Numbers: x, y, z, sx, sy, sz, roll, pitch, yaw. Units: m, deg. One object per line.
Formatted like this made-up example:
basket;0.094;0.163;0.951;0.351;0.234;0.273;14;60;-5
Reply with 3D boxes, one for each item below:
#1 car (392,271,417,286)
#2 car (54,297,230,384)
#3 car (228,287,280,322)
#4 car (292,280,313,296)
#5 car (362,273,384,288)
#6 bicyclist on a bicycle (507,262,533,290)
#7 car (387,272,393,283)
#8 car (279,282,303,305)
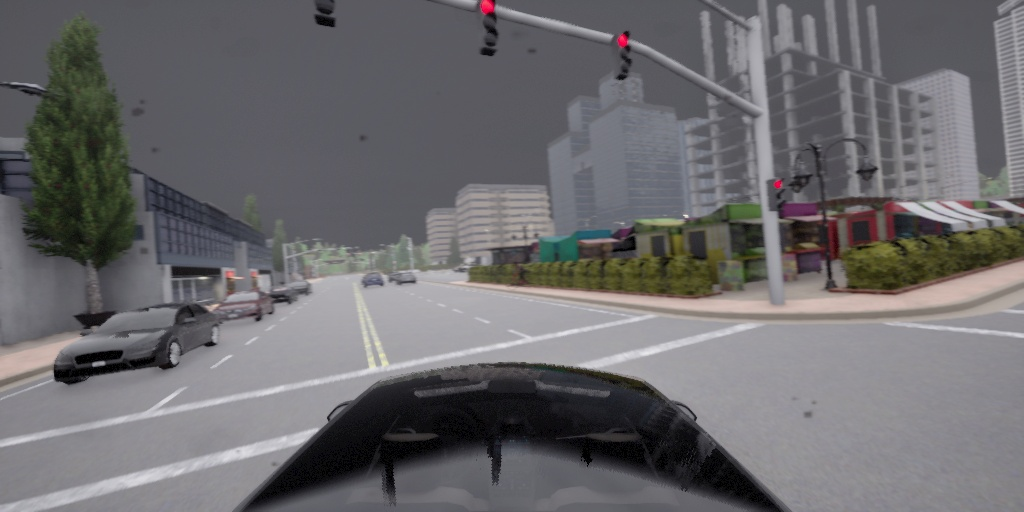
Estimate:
car;-12.381;2.631;41.851;1.994;1.385;4.181;-5;0;-24
car;-9.676;2.114;9.735;1.837;1.490;4.892;-5;0;-24
car;-13.434;2.508;18.154;1.812;1.442;4.674;-5;0;-24
car;-21.579;3.270;36.500;1.882;1.535;5.008;-5;0;-24
car;-16.516;2.768;42.630;2.097;1.767;4.553;-5;0;-24
bicyclist on a bicycle;0.416;1.134;20.749;1.656;1.620;0.582;-5;0;-24
car;-16.668;2.984;51.324;2.128;1.511;4.902;-5;0;-24
car;-17.251;2.963;26.731;1.895;1.301;4.718;-5;0;-24
